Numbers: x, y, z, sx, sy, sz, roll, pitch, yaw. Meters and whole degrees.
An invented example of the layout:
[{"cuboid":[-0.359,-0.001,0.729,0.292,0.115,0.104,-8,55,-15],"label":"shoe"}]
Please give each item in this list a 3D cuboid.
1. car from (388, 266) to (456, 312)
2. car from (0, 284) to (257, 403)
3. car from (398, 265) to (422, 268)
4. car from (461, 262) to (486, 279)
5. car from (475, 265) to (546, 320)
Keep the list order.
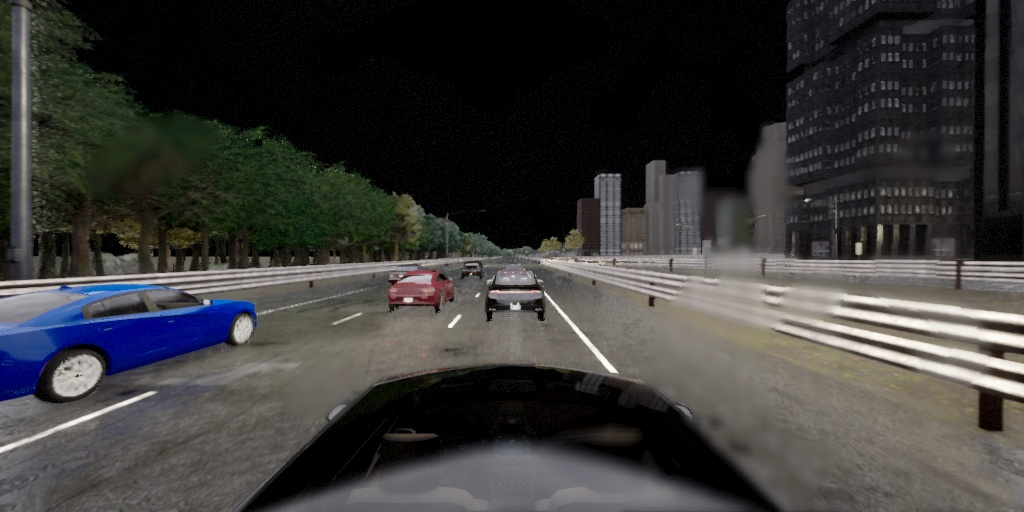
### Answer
[{"cuboid":[-3.399,1.276,14.068,1.812,1.442,4.674,0,0,0],"label":"car"},{"cuboid":[-6.901,1.228,6.363,1.882,1.535,5.008,0,0,0],"label":"car"},{"cuboid":[-6.896,1.292,24.794,2.033,1.411,5.357,0,0,0],"label":"car"},{"cuboid":[-3.395,1.241,32.116,1.837,1.490,4.892,0,0,0],"label":"car"},{"cuboid":[0.101,1.241,12.567,2.128,1.511,4.902,0,0,0],"label":"car"}]
